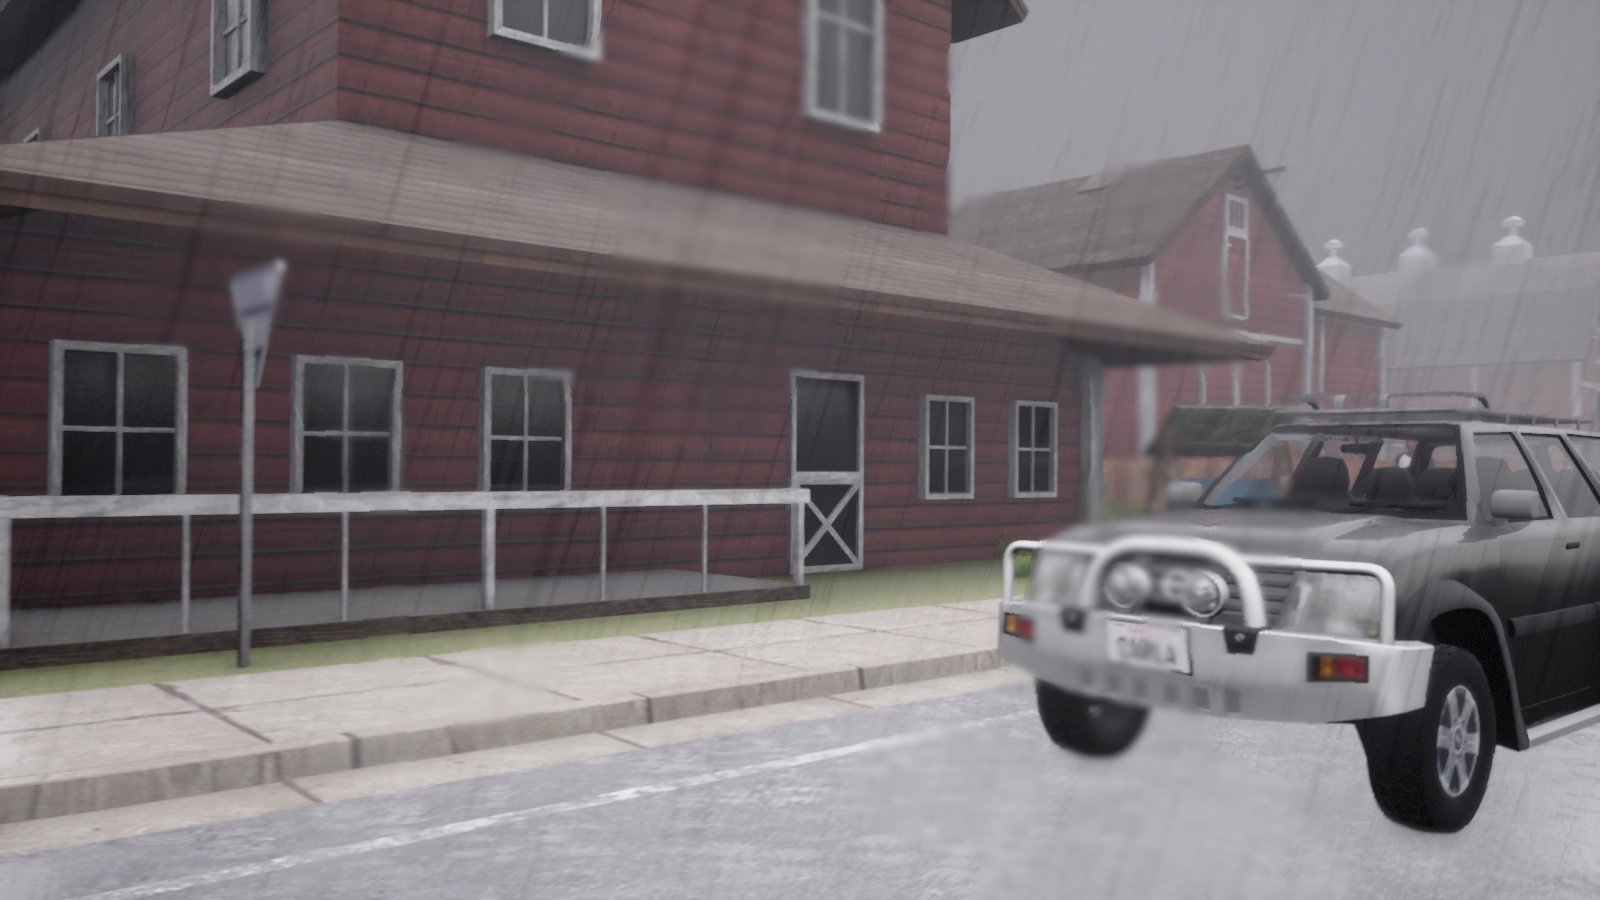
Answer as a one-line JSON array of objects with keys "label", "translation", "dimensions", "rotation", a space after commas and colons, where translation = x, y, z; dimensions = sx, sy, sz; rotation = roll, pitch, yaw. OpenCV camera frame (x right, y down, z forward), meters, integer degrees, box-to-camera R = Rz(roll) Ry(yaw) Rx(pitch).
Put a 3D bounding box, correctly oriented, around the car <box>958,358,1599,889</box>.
[{"label": "car", "translation": [3.111, 0.633, 6.638], "dimensions": [4.605, 1.855, 1.932], "rotation": [1, -1, -41]}]
